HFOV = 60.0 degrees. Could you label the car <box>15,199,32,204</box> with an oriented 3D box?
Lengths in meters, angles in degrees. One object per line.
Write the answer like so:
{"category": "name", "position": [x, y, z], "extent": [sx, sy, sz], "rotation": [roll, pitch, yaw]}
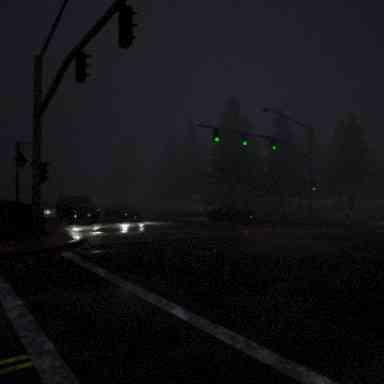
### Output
{"category": "car", "position": [-22.606, 1.650, 44.301], "extent": [1.994, 1.385, 4.181], "rotation": [1, -1, -37]}

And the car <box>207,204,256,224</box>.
{"category": "car", "position": [3.200, 1.755, 27.554], "extent": [1.812, 1.442, 4.674], "rotation": [1, -1, -37]}

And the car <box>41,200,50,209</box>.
{"category": "car", "position": [-19.979, 1.731, 46.631], "extent": [1.895, 1.301, 4.718], "rotation": [1, -1, -37]}

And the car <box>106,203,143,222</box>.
{"category": "car", "position": [-5.800, 1.665, 27.755], "extent": [1.812, 1.442, 4.674], "rotation": [1, 0, -37]}

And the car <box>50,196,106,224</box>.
{"category": "car", "position": [-9.110, 1.315, 26.305], "extent": [2.150, 2.045, 5.566], "rotation": [1, 0, -37]}
